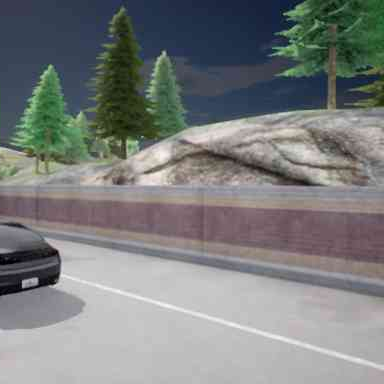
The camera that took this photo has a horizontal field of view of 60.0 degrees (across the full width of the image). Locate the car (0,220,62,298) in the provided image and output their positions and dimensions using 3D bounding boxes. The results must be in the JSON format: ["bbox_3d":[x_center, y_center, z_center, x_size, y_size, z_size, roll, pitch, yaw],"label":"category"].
[{"bbox_3d":[-4.955,1.391,7.671,4.892,1.490,1.837,2,1,37],"label":"car"}]
